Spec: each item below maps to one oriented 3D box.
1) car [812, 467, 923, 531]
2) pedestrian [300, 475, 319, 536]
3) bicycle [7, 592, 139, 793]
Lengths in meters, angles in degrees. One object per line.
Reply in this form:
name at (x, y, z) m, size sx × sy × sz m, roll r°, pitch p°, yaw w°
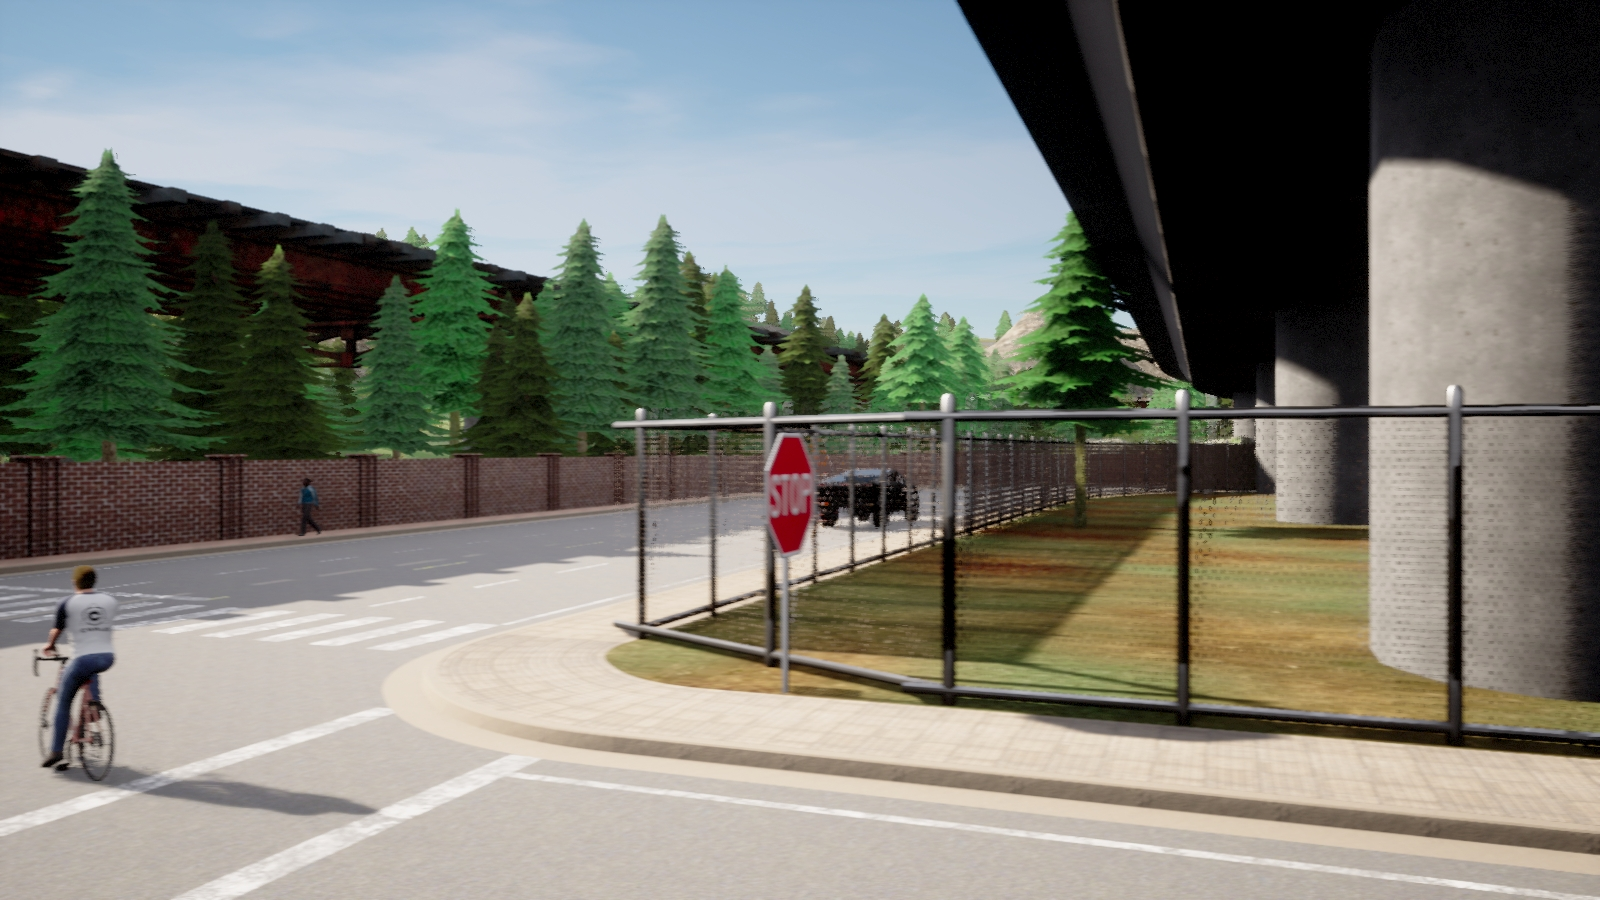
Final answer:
car at (2.643, 1.748, 42.640) m, size 2.390 × 2.098 × 6.274 m, roll 0°, pitch 0°, yaw 21°
pedestrian at (-14.983, 1.691, 34.885) m, size 0.375 × 1.860 × 0.375 m, roll 0°, pitch 0°, yaw 18°
bicycle at (-6.348, 2.054, 9.950) m, size 1.643 × 1.496 × 0.373 m, roll -1°, pitch -3°, yaw 37°
